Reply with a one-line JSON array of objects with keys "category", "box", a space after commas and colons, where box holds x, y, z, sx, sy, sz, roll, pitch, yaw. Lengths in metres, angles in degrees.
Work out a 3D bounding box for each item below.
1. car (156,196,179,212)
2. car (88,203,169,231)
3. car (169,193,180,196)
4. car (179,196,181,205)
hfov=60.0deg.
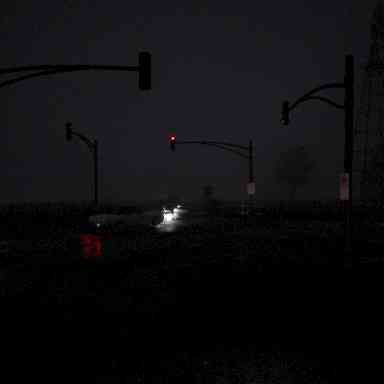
[{"category": "car", "box": [-2.970, 1.485, 37.690, 2.128, 1.511, 4.902, 0, 0, -1]}, {"category": "car", "box": [-3.962, 1.581, 20.854, 1.895, 1.301, 4.718, -1, 0, 42]}, {"category": "car", "box": [-3.074, 1.217, 57.857, 2.150, 2.045, 5.566, 0, 0, 0]}, {"category": "car", "box": [-3.024, 1.595, 47.506, 1.895, 1.301, 4.718, 0, 0, 0]}]
